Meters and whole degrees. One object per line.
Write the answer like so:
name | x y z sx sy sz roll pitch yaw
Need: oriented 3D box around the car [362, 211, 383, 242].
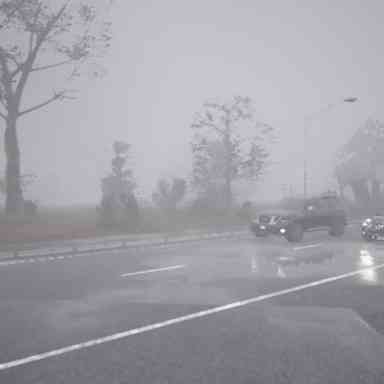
car | 9.773 1.354 15.249 4.553 1.767 2.097 0 0 -35

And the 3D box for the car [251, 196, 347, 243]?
car | 5.406 1.223 16.436 5.566 2.045 2.150 0 0 -35
